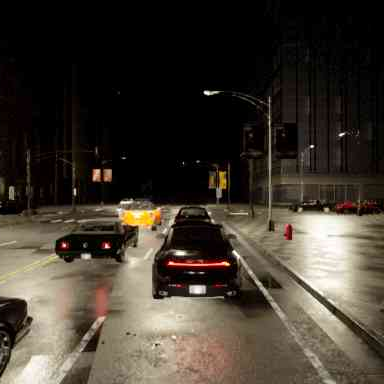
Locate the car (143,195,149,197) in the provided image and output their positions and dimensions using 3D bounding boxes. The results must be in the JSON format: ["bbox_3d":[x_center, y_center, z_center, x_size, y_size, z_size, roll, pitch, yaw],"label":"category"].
[{"bbox_3d":[-9.685,1.836,61.082,2.033,1.411,5.357,0,0,0],"label":"car"}]

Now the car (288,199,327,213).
[{"bbox_3d":[13.208,1.572,37.016,4.892,1.490,1.837,0,-1,-1],"label":"car"}]

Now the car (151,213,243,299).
[{"bbox_3d":[0.116,1.511,8.409,1.837,1.490,4.892,0,0,0],"label":"car"}]

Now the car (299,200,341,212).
[{"bbox_3d":[15.270,1.659,39.797,4.313,1.339,1.947,0,0,-1],"label":"car"}]

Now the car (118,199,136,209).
[{"bbox_3d":[-9.736,1.741,50.428,1.812,1.442,4.674,0,0,0],"label":"car"}]

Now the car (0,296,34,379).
[{"bbox_3d":[-3.152,1.548,2.233,2.033,1.411,5.357,0,0,0],"label":"car"}]

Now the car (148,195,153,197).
[{"bbox_3d":[-9.597,1.596,71.790,2.150,2.045,5.566,0,0,0],"label":"car"}]

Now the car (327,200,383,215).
[{"bbox_3d":[15.382,1.574,31.273,4.206,1.307,1.802,0,0,-1],"label":"car"}]

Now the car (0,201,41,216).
[{"bbox_3d":[-17.545,1.652,33.042,4.892,1.490,1.837,0,-1,5],"label":"car"}]

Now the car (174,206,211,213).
[{"bbox_3d":[0.038,1.508,17.900,1.882,1.535,5.008,0,0,0],"label":"car"}]

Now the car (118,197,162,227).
[{"bbox_3d":[-3.104,1.394,21.014,2.097,1.767,4.553,0,0,0],"label":"car"}]

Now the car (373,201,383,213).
[{"bbox_3d":[23.108,1.636,37.150,4.718,1.301,1.895,0,-1,-1],"label":"car"}]

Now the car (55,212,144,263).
[{"bbox_3d":[-3.123,1.614,12.020,1.895,1.301,4.718,0,0,0],"label":"car"}]

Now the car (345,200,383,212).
[{"bbox_3d":[20.910,1.640,39.873,4.313,1.339,1.947,0,0,-1],"label":"car"}]
